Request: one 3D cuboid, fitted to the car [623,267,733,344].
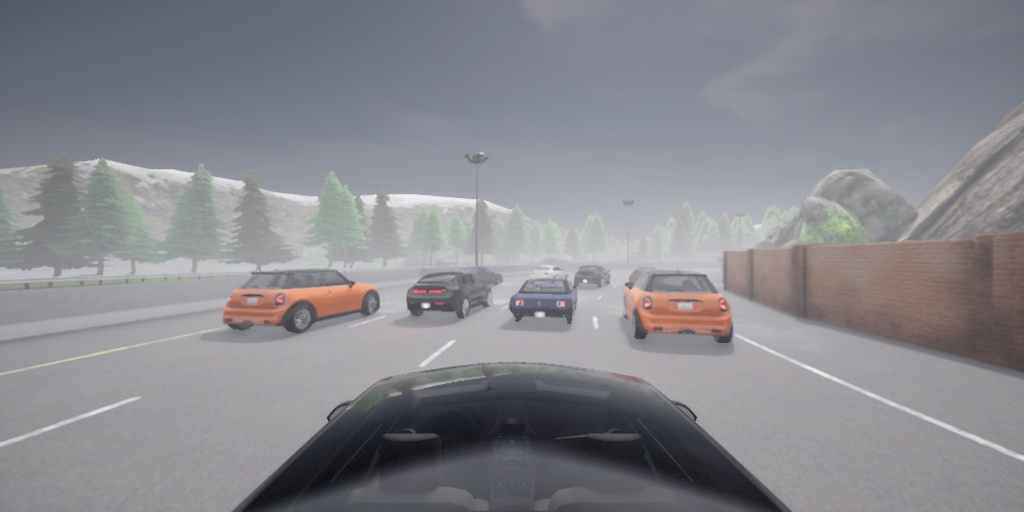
[{"bbox_3d":[4.338,1.152,10.077,2.097,1.767,4.553,0,0,13],"label":"car"}]

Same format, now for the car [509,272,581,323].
[{"bbox_3d":[1.288,1.416,12.544,1.895,1.301,4.718,0,0,12],"label":"car"}]

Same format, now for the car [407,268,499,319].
[{"bbox_3d":[-2.107,1.321,13.298,1.837,1.490,4.892,0,-1,12],"label":"car"}]

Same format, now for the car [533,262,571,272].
[{"bbox_3d":[2.909,1.432,27.743,1.812,1.442,4.674,0,0,26],"label":"car"}]

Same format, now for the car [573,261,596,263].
[{"bbox_3d":[13.545,1.605,62.514,4.902,1.511,2.128,0,0,-37],"label":"car"}]

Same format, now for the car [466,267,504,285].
[{"bbox_3d":[-2.406,1.435,24.505,2.033,1.411,5.357,0,0,23],"label":"car"}]

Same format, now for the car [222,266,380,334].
[{"bbox_3d":[-6.127,1.160,11.180,2.097,1.767,4.553,0,0,13],"label":"car"}]

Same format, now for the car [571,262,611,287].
[{"bbox_3d":[5.868,1.401,25.834,1.837,1.490,4.892,0,0,26],"label":"car"}]

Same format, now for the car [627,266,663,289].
[{"bbox_3d":[9.441,1.454,25.210,1.994,1.385,4.181,0,0,26],"label":"car"}]
